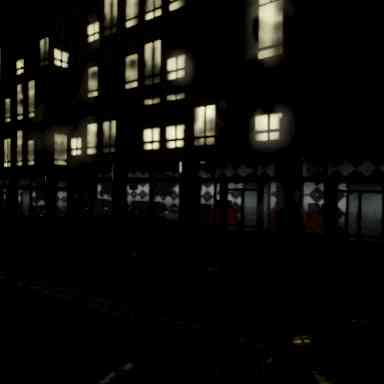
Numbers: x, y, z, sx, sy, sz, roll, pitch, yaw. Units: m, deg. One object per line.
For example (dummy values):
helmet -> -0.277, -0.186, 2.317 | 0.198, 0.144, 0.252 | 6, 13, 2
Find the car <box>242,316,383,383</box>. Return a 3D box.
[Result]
car -> 2.480, 1.312, 1.083 | 5.009, 1.841, 2.192 | 0, 1, 36
